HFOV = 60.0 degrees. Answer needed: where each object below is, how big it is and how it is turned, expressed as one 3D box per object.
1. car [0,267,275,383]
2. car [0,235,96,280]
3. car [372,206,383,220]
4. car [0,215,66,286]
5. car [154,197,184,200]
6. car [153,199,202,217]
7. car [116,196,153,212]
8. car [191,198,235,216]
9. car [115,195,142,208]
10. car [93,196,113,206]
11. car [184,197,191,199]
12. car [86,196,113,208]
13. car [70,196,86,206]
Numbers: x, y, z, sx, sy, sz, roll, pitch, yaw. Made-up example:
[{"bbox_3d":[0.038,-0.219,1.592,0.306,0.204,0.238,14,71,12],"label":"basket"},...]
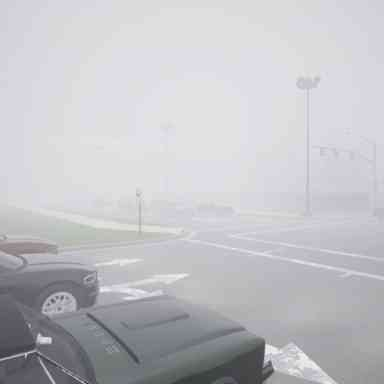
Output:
[{"bbox_3d":[-1.535,1.601,2.665,4.718,1.301,1.895,0,0,-35],"label":"car"},{"bbox_3d":[-3.994,1.478,5.215,5.008,1.535,1.882,0,0,-35],"label":"car"},{"bbox_3d":[16.973,1.491,26.326,2.128,1.511,4.902,0,0,-36],"label":"car"},{"bbox_3d":[-5.934,1.478,8.133,5.008,1.535,1.882,0,0,-35],"label":"car"},{"bbox_3d":[-3.434,1.505,40.337,1.837,1.490,4.892,0,0,-36],"label":"car"},{"bbox_3d":[-1.502,1.601,31.763,1.895,1.301,4.718,0,0,-36],"label":"car"},{"bbox_3d":[-6.833,1.352,39.057,2.097,1.767,4.553,0,0,-36],"label":"car"},{"bbox_3d":[2.041,1.601,32.847,1.895,1.301,4.718,0,0,-36],"label":"car"},{"bbox_3d":[-9.301,1.352,48.377,2.097,1.767,4.553,0,0,-36],"label":"car"},{"bbox_3d":[-15.166,1.504,56.535,1.837,1.490,4.892,0,0,-35],"label":"car"},{"bbox_3d":[-1.307,1.477,51.317,1.882,1.535,5.008,0,0,-36],"label":"car"},{"bbox_3d":[-12.947,1.478,47.451,1.882,1.535,5.008,0,0,-36],"label":"car"},{"bbox_3d":[-18.993,1.478,55.872,1.882,1.535,5.008,0,0,-35],"label":"car"}]
